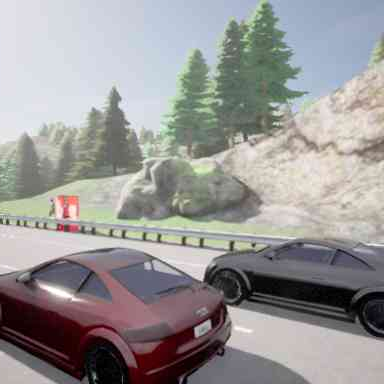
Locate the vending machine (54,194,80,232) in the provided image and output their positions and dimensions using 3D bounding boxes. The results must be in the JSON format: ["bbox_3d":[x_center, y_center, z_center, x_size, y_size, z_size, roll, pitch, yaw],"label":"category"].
[{"bbox_3d":[-7.328,1.195,19.537,0.880,2.100,1.100,0,0,35],"label":"vending machine"}]

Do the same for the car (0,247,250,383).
[{"bbox_3d":[-1.502,1.564,5.062,4.181,1.385,1.994,0,0,36],"label":"car"}]

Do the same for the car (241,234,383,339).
[{"bbox_3d":[2.303,1.564,6.644,4.181,1.385,1.994,0,0,36],"label":"car"}]

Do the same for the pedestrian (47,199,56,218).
[{"bbox_3d":[-8.313,0.946,19.963,0.375,1.300,0.375,0,0,35],"label":"pedestrian"}]
